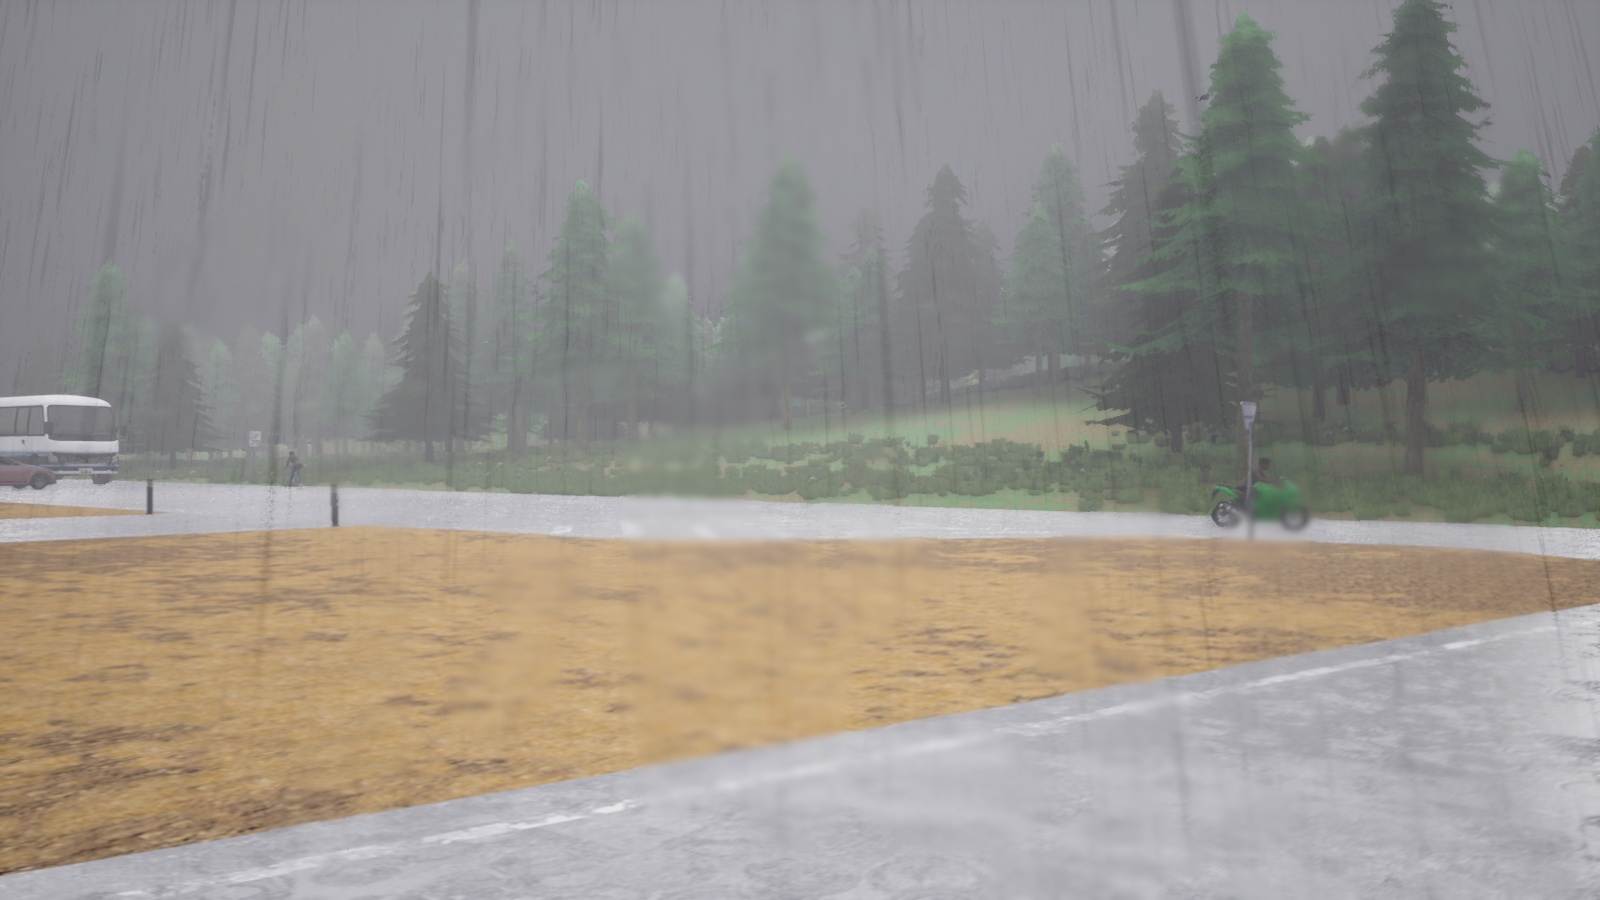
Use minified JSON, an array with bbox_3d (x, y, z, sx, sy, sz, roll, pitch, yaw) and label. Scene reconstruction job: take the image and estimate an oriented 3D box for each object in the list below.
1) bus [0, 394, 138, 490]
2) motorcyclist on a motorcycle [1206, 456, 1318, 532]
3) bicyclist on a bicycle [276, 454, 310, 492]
[{"bbox_3d":[-36.451,-0.337,60.546,10.273,4.253,3.944,0,0,37],"label":"bus"},{"bbox_3d":[9.632,0.886,26.220,2.044,1.523,0.797,0,0,37],"label":"motorcyclist on a motorcycle"},{"bbox_3d":[-21.803,0.970,53.994,1.656,1.620,0.582,-1,-1,37],"label":"bicyclist on a bicycle"}]
